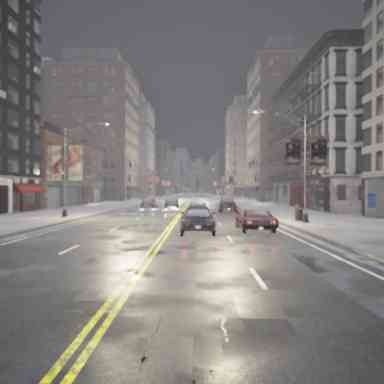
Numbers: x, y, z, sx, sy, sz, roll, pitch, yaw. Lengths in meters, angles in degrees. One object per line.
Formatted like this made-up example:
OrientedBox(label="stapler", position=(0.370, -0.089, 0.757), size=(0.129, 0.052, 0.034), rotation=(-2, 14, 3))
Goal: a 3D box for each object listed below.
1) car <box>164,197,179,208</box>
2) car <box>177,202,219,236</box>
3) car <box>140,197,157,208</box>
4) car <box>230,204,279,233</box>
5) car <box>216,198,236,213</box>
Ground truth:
OrientedBox(label="car", position=(-2.735, 1.458, 45.527), size=(1.812, 1.442, 4.674), rotation=(0, 0, 1))
OrientedBox(label="car", position=(0.326, 1.504, 18.350), size=(1.812, 1.442, 4.674), rotation=(0, 0, 1))
OrientedBox(label="car", position=(-5.977, 1.446, 46.035), size=(1.812, 1.442, 4.674), rotation=(0, 0, 1))
OrientedBox(label="car", position=(3.597, 1.590, 19.407), size=(1.895, 1.301, 4.718), rotation=(0, 0, 1))
OrientedBox(label="car", position=(3.829, 1.475, 36.726), size=(1.837, 1.490, 4.892), rotation=(0, 1, 1))
